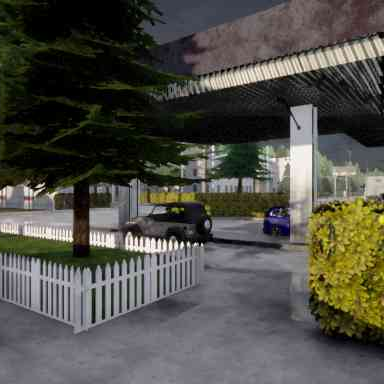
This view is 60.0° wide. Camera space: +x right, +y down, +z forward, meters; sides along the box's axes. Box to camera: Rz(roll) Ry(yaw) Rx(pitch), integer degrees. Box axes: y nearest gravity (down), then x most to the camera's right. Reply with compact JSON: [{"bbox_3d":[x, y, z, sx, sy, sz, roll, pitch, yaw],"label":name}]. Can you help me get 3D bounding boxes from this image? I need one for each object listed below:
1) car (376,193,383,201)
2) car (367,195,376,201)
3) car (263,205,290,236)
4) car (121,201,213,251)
[{"bbox_3d":[25.742,1.077,43.543,1.905,1.878,3.866,0,0,35],"label":"car"},{"bbox_3d":[33.007,1.298,60.284,2.007,1.523,4.514,0,0,35],"label":"car"},{"bbox_3d":[5.787,1.480,16.009,4.611,1.667,2.242,0,0,35],"label":"car"},{"bbox_3d":[-1.014,1.313,13.860,3.866,1.878,1.905,0,0,35],"label":"car"}]
